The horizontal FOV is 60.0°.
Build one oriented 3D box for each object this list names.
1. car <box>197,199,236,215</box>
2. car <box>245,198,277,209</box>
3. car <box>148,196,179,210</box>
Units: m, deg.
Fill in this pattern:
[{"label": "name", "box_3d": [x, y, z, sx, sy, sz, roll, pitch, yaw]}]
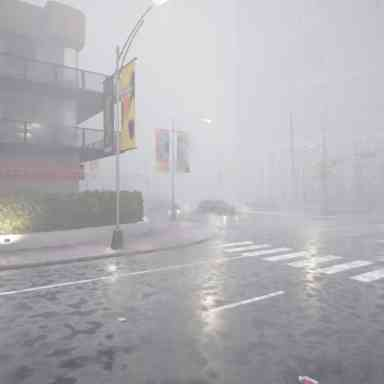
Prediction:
[{"label": "car", "box_3d": [2.421, 1.505, 33.824, 1.837, 1.490, 4.892, 0, 0, -35]}, {"label": "car", "box_3d": [9.169, 1.526, 44.511, 1.812, 1.442, 4.674, 0, 0, -35]}, {"label": "car", "box_3d": [-3.354, 1.564, 42.093, 1.994, 1.385, 4.181, 0, 0, -35]}]
